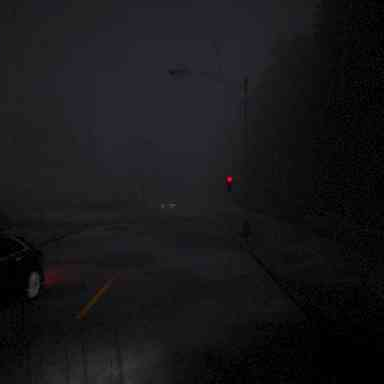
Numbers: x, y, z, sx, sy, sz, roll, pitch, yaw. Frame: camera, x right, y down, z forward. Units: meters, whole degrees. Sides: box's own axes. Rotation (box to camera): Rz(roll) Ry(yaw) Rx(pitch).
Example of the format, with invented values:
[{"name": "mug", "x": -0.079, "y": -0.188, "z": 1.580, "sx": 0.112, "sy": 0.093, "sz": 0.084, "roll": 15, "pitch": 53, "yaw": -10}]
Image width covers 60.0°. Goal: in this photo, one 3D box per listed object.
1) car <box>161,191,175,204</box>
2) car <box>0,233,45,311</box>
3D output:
[{"name": "car", "x": -4.025, "y": 0.973, "z": 56.123, "sx": 2.150, "sy": 2.045, "sz": 5.566, "roll": 0, "pitch": 2, "yaw": 0}, {"name": "car", "x": -4.091, "y": 1.476, "z": 5.309, "sx": 1.837, "sy": 1.490, "sz": 4.892, "roll": 0, "pitch": 0, "yaw": 0}]
